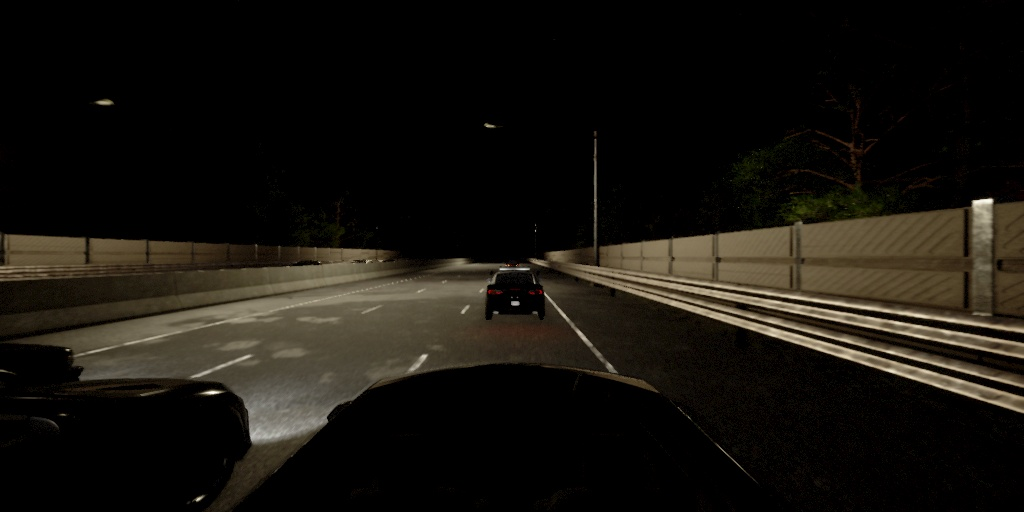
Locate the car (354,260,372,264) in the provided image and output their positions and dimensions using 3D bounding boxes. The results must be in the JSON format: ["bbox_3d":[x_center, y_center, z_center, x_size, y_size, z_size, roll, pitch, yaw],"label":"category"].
[{"bbox_3d":[-21.064,1.319,50.605,2.033,1.411,5.357,0,0,1],"label":"car"}]

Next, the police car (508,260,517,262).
[{"bbox_3d":[0.095,1.273,44.038,2.038,1.542,4.974,0,0,0],"label":"police car"}]

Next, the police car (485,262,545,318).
[{"bbox_3d":[0.098,1.180,13.064,1.930,1.638,5.238,0,0,0],"label":"police car"}]

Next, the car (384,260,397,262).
[{"bbox_3d":[-17.568,1.277,51.290,1.837,1.490,4.892,0,0,0],"label":"car"}]

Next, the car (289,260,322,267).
[{"bbox_3d":[-24.588,1.273,42.722,1.837,1.490,4.892,0,0,0],"label":"car"}]

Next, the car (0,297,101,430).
[{"bbox_3d":[-6.898,1.298,2.454,2.033,1.411,5.357,0,0,0],"label":"car"}]

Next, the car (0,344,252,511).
[{"bbox_3d":[-3.401,1.314,1.586,1.994,1.385,4.181,0,0,0],"label":"car"}]
